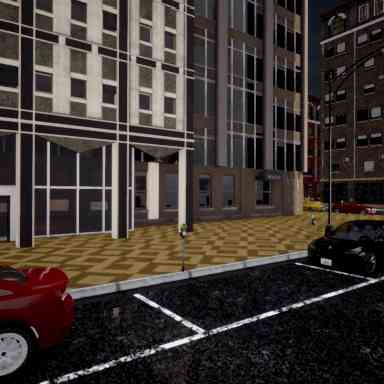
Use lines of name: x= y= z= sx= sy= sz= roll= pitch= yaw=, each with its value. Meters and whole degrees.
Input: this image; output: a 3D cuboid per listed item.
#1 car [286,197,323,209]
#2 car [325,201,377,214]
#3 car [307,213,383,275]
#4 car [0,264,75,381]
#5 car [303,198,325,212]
car: x=15.625 y=1.500 z=46.401 sx=1.752 sy=1.417 sz=4.829 roll=0 pitch=0 yaw=-36
car: x=15.538 y=1.535 z=32.174 sx=1.802 sy=1.307 sz=4.206 roll=0 pitch=0 yaw=-36
car: x=5.494 y=1.567 z=10.497 sx=4.313 sy=1.339 sz=1.947 roll=0 pitch=0 yaw=-36
car: x=-3.756 y=1.545 z=3.874 sx=4.507 sy=1.381 sz=1.887 roll=0 pitch=0 yaw=-36
car: x=12.331 y=1.468 z=36.633 sx=1.752 sy=1.417 sz=4.829 roll=0 pitch=0 yaw=-36
